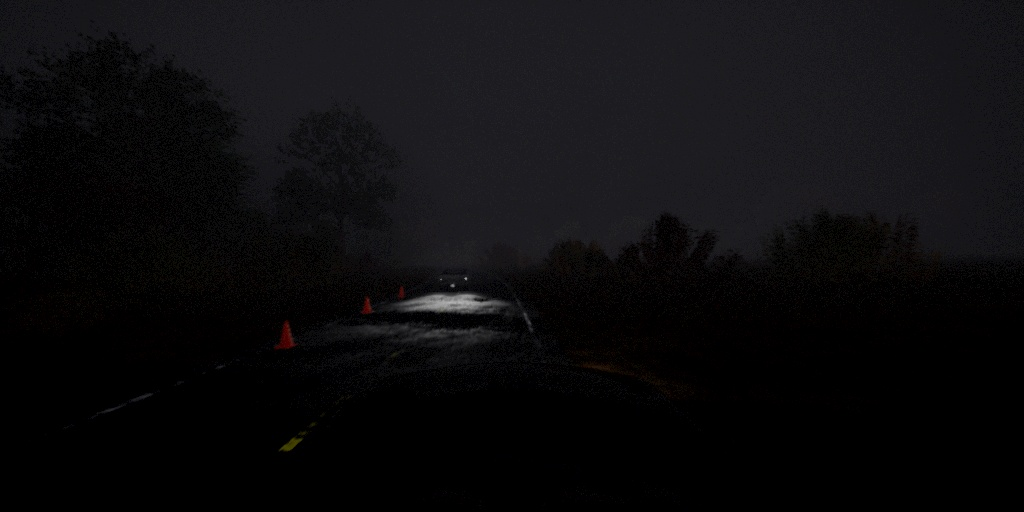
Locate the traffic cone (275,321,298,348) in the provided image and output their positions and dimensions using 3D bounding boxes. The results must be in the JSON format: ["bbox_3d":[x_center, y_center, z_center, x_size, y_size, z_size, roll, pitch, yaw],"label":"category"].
[{"bbox_3d":[-5.123,1.763,8.144,0.340,0.580,0.340,0,0,-1],"label":"traffic cone"}]

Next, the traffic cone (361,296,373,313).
[{"bbox_3d":[-5.286,1.768,13.086,0.340,0.580,0.340,0,0,-2],"label":"traffic cone"}]

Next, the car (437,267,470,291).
[{"bbox_3d":[-3.604,1.403,22.702,1.895,1.301,4.718,-1,0,-6],"label":"car"}]

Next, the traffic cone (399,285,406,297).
[{"bbox_3d":[-5.549,1.774,18.023,0.340,0.580,0.340,0,0,-4],"label":"traffic cone"}]
